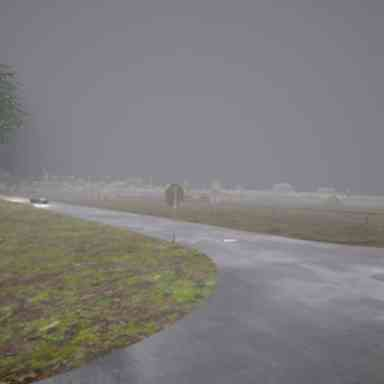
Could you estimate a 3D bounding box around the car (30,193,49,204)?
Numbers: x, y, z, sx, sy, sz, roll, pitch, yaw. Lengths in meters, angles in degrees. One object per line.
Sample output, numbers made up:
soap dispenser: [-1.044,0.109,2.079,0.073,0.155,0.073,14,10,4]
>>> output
car: [-21.831,0.923,47.529,2.128,1.511,4.902,3,-1,-35]
